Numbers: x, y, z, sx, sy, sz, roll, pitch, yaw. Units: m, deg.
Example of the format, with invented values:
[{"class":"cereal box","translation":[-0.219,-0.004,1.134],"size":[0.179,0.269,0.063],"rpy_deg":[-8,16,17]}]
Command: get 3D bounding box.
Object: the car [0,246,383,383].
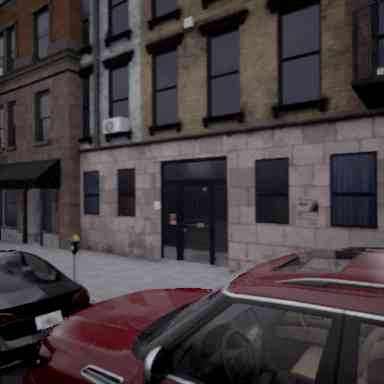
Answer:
[{"class":"car","translation":[1.005,1.317,2.091],"size":[5.009,1.841,2.192],"rpy_deg":[-1,0,36]}]
